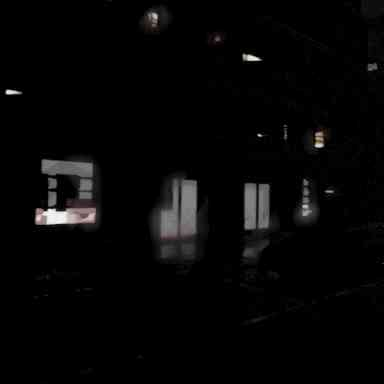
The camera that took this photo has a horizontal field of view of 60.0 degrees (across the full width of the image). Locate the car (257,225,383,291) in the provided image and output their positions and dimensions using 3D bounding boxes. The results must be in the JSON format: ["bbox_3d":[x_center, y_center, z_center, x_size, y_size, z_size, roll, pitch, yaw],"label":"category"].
[{"bbox_3d":[3.729,1.626,9.217,4.313,1.339,1.947,1,1,-36],"label":"car"}]
